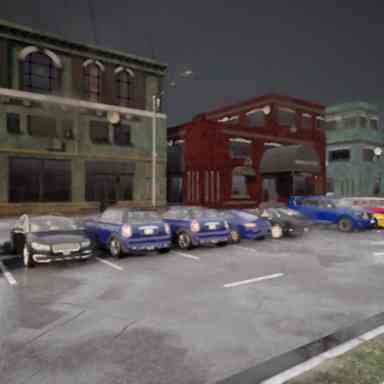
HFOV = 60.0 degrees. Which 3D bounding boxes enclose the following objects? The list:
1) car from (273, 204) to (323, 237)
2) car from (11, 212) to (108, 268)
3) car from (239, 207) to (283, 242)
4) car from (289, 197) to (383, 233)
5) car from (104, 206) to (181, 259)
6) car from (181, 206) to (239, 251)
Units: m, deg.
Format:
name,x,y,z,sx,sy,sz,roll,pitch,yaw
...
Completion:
name,x,y,z,sx,sy,sz,roll,pitch,yaw
car,4.081,1.539,17.913,2.231,1.521,4.892,1,0,-35
car,-4.978,1.467,11.472,2.231,1.521,4.892,0,0,-35
car,1.816,1.558,16.303,2.002,1.452,4.674,0,0,-35
car,8.622,1.328,21.122,2.435,2.045,5.566,1,0,-35
car,-2.694,1.356,13.054,2.185,1.767,4.553,0,0,-35
car,-0.429,1.374,14.668,2.185,1.767,4.553,0,0,-35
